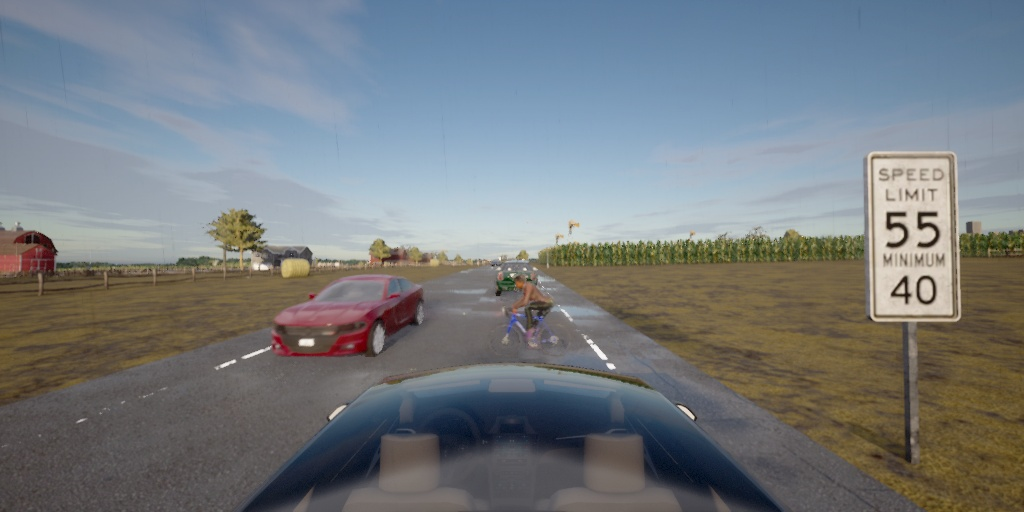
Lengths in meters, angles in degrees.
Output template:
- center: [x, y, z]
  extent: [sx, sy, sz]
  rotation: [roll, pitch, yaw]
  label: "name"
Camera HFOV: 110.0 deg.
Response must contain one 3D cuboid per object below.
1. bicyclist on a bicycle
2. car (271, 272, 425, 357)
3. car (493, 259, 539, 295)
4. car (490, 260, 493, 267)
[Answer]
- center: [0.338, 1.189, 7.000]
  extent: [1.656, 1.620, 0.582]
  rotation: [-1, 0, 1]
  label: "bicyclist on a bicycle"
- center: [-3.542, 1.207, 8.719]
  extent: [1.882, 1.535, 5.008]
  rotation: [0, 1, 1]
  label: "car"
- center: [0.273, 1.046, 19.244]
  extent: [2.097, 1.767, 4.553]
  rotation: [0, 0, 1]
  label: "car"
- center: [-2.863, 1.334, 64.862]
  extent: [2.033, 1.411, 5.357]
  rotation: [0, 0, 1]
  label: "car"
